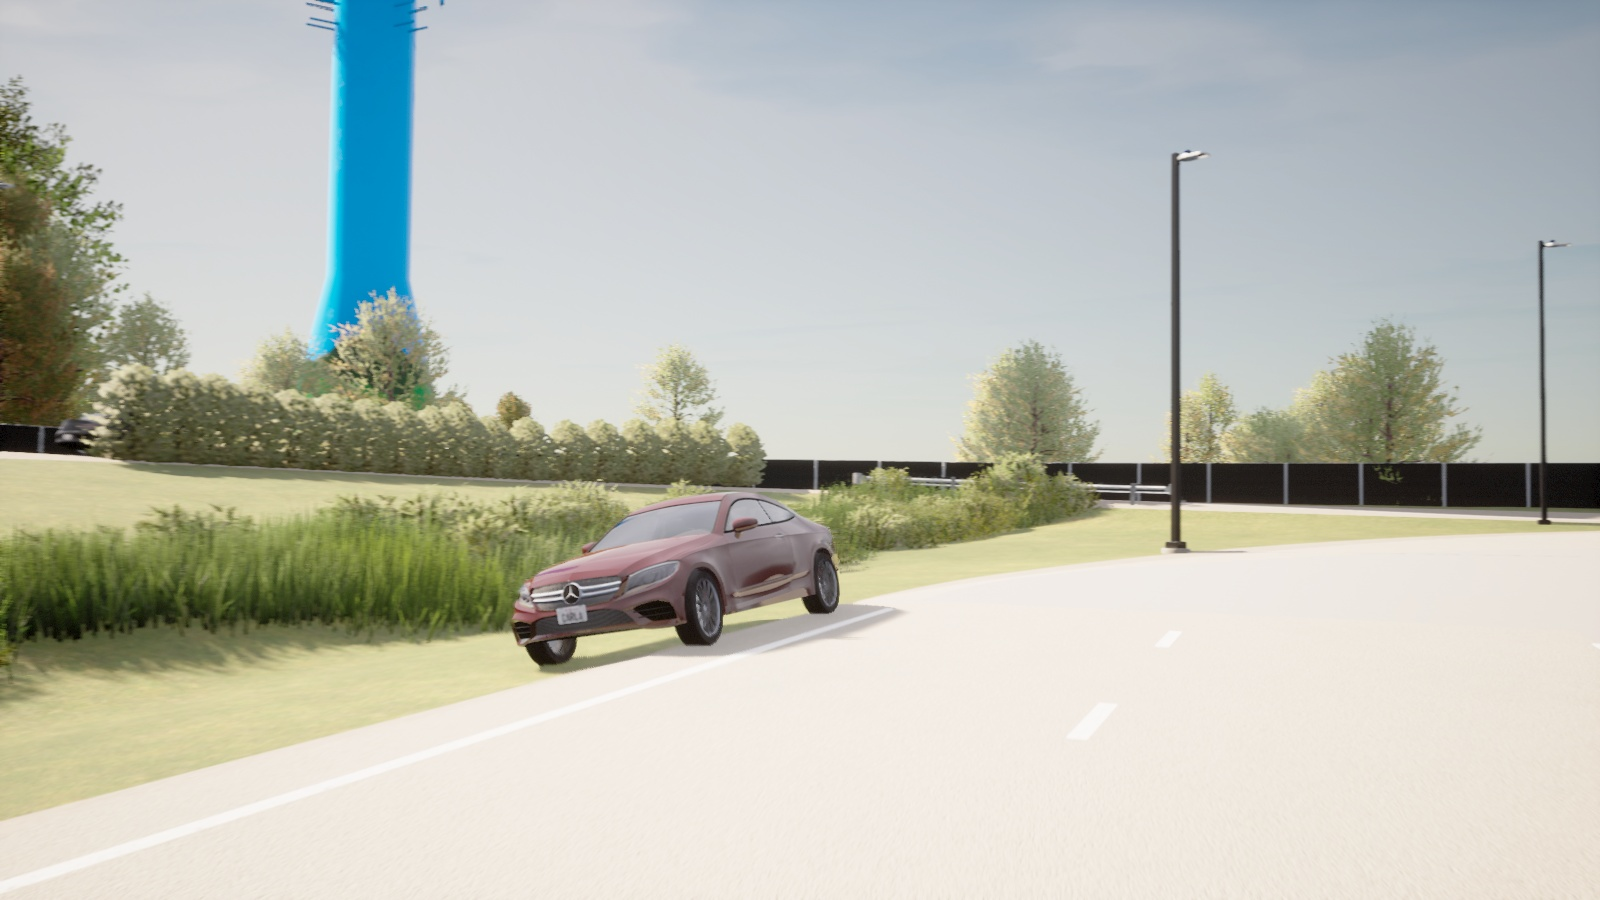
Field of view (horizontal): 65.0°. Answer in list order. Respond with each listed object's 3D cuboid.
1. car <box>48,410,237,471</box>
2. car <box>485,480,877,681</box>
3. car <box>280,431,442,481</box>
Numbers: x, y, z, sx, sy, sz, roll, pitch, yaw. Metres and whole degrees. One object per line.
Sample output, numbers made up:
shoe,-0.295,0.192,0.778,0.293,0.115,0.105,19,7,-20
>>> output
car,-19.089,-0.223,36.716,1.812,1.442,4.674,-1,-4,26
car,-0.954,1.199,12.964,1.812,1.442,4.674,-11,-5,23
car,-16.250,0.273,46.665,5.366,1.575,1.801,3,-4,-40
